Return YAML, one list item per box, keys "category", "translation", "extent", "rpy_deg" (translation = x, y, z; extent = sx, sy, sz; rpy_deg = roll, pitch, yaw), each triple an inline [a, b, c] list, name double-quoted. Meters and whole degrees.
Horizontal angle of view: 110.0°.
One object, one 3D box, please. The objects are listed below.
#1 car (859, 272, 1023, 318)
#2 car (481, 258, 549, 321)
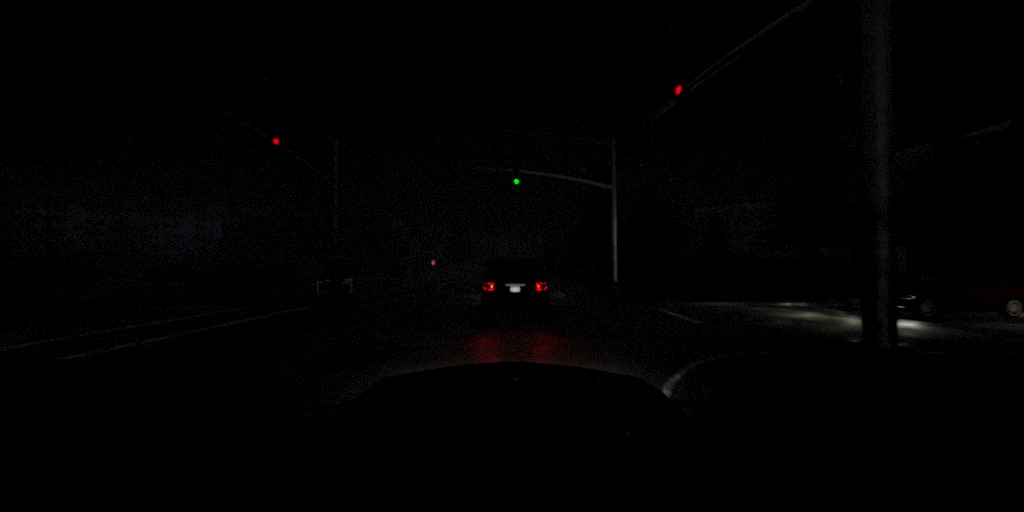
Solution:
- category: "car"
  translation: [15.698, 1.370, 13.136]
  extent: [5.008, 1.535, 1.882]
  rpy_deg: [0, -1, -2]
- category: "car"
  translation: [0.098, 1.113, 13.202]
  extent: [2.150, 2.045, 5.566]
  rpy_deg: [0, -1, 0]
